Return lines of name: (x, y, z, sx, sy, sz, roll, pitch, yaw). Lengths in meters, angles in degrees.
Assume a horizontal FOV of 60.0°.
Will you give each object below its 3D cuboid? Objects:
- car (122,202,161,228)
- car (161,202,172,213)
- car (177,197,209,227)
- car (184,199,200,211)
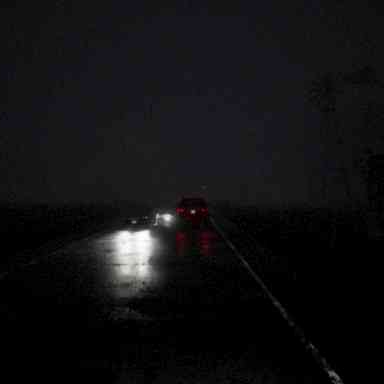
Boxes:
car: (-3.625, 1.645, 23.310, 2.128, 1.511, 4.902, 0, 0, 0)
car: (-3.555, 1.921, 41.086, 1.895, 1.301, 4.718, 0, 0, 0)
car: (0.065, 1.378, 23.990, 2.150, 2.045, 5.566, 0, 0, 0)
car: (0.017, 1.799, 47.416, 2.128, 1.511, 4.902, 0, 0, 0)
